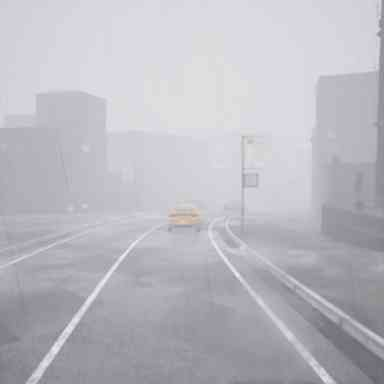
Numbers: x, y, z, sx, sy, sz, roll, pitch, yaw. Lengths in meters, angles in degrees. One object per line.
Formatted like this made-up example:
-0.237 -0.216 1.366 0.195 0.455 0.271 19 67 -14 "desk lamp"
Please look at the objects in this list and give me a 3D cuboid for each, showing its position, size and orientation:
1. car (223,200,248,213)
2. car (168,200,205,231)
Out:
5.401 1.734 40.759 1.994 1.385 4.181 2 0 28 "car"
-0.332 1.517 21.007 1.882 1.535 5.008 0 0 4 "car"
